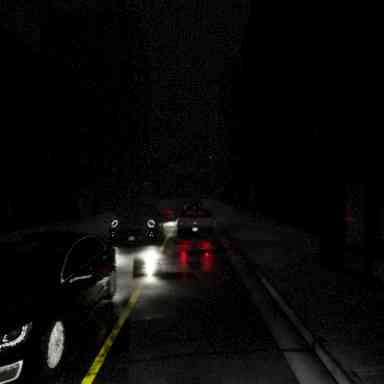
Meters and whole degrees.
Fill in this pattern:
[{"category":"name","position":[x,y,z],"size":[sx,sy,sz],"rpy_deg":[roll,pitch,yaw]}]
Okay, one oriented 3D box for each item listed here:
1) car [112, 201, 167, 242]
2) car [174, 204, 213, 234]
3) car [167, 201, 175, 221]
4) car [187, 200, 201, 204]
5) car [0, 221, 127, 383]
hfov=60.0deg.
[{"category":"car","position":[-2.546,1.356,16.180],"size":[2.097,1.767,4.553],"rpy_deg":[0,0,0]},{"category":"car","position":[0.165,1.609,19.126],"size":[1.895,1.301,4.718],"rpy_deg":[0,0,0]},{"category":"car","position":[-2.416,1.490,27.693],"size":[1.882,1.535,5.008],"rpy_deg":[0,0,1]},{"category":"car","position":[0.264,1.631,42.025],"size":[1.895,1.301,4.718],"rpy_deg":[0,0,0]},{"category":"car","position":[-2.582,1.505,5.627],"size":[1.837,1.490,4.892],"rpy_deg":[0,0,0]}]
